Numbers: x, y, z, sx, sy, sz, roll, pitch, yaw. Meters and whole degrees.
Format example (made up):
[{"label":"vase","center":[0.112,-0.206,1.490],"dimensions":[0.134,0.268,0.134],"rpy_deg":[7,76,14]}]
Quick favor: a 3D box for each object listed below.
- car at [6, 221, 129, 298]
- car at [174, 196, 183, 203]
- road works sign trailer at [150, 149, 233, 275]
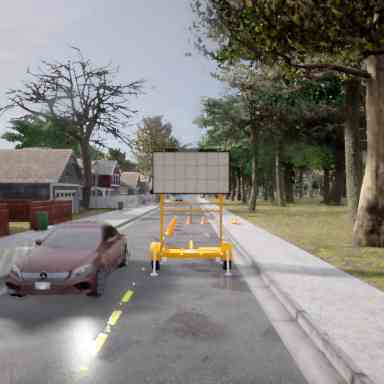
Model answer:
[{"label":"car","center":[-2.854,1.525,8.661],"dimensions":[1.812,1.442,4.674],"rpy_deg":[0,0,0]},{"label":"car","center":[-2.912,1.587,73.196],"dimensions":[2.033,1.411,5.357],"rpy_deg":[0,0,0]},{"label":"road works sign trailer","center":[-0.022,0.464,10.375],"dimensions":[2.380,3.560,2.880],"rpy_deg":[0,0,0]}]
